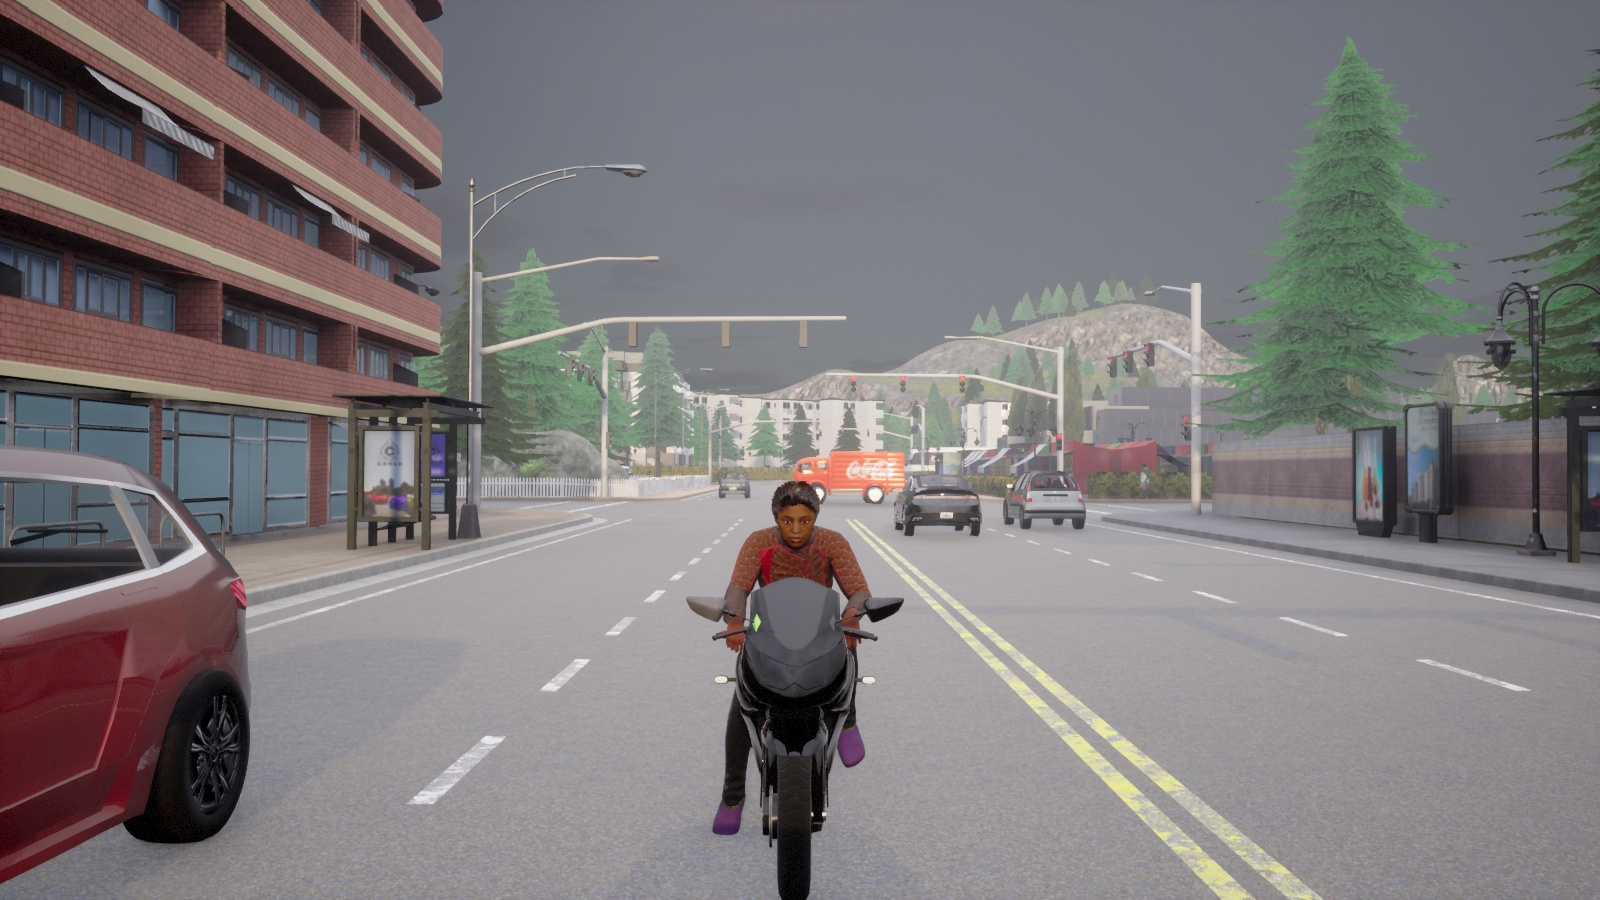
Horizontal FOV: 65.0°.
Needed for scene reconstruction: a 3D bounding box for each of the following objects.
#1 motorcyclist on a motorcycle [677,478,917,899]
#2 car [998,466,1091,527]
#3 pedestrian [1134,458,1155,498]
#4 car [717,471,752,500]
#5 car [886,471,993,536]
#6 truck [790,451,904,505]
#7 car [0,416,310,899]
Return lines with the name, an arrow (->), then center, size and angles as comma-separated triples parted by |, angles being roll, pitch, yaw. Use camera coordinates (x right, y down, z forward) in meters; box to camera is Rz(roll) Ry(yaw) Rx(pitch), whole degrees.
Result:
motorcyclist on a motorcycle -> -0.013, 0.884, 5.210 | 0.797, 1.523, 2.044 | 0, -1, 0
car -> 6.913, 1.286, 35.846 | 1.851, 1.617, 3.988 | 0, -1, 0
pedestrian -> 17.108, 1.390, 62.438 | 0.873, 1.952, 0.659 | 0, -1, 3
car -> -3.672, 1.997, 71.095 | 1.789, 1.549, 3.705 | 0, -1, 0
car -> 3.423, 1.288, 31.691 | 2.128, 1.511, 4.902 | 0, -1, 0
truck -> 2.131, 1.287, 58.693 | 5.204, 2.467, 2.627 | 0, -1, -1
car -> -3.511, 0.737, 3.845 | 2.242, 1.667, 4.611 | 0, -1, 0
